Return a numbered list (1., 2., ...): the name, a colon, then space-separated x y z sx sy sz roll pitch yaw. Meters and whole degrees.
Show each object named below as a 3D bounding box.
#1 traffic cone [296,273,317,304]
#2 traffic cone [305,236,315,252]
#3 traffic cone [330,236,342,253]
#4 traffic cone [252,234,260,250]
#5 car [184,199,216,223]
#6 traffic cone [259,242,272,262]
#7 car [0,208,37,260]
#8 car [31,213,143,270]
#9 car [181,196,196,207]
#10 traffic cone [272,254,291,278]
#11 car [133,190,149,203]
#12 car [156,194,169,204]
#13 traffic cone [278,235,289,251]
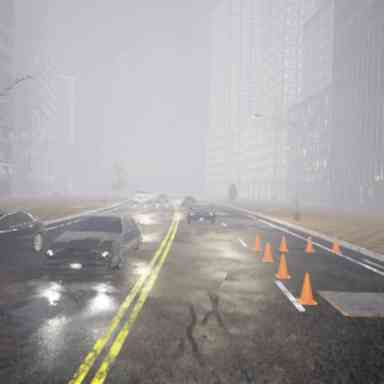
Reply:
1. traffic cone: 2.369 1.967 6.867 0.340 0.580 0.340 1 0 2
2. traffic cone: 4.533 1.980 12.810 0.340 0.580 0.340 1 0 2
3. traffic cone: 5.533 2.004 12.783 0.340 0.580 0.340 1 0 2
4. traffic cone: 2.535 1.931 12.865 0.340 0.580 0.340 1 0 2
5. car: 0.573 1.453 23.857 1.895 1.301 4.718 1 0 -1
6. traffic cone: 2.479 1.944 10.866 0.340 0.580 0.340 1 0 2
7. car: -6.082 1.295 9.857 1.837 1.490 4.892 1 0 1
8. car: -2.804 1.409 10.792 2.033 1.411 5.357 1 0 1
9. car: -0.383 1.212 42.831 1.812 1.442 4.674 1 1 -4
10. traffic cone: 2.424 1.956 8.867 0.340 0.580 0.340 1 0 2
11. car: -7.812 0.664 51.621 2.150 2.045 5.566 1 0 -5
12. car: -4.613 1.040 52.135 1.812 1.442 4.674 1 0 -5
13. traffic cone: 3.534 1.956 12.837 0.340 0.580 0.340 1 0 2
